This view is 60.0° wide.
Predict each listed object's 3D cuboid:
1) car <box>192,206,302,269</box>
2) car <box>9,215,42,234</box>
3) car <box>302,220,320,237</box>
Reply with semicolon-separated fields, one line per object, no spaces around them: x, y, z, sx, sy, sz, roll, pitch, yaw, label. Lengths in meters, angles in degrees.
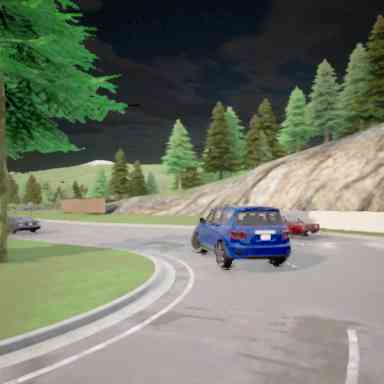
1.627;1.549;12.678;2.150;2.045;5.566;0;-2;-13;car
-14.262;2.603;26.980;5.357;1.411;2.033;-2;-2;39;car
5.210;2.063;20.286;1.895;1.301;4.718;0;-2;-37;car
